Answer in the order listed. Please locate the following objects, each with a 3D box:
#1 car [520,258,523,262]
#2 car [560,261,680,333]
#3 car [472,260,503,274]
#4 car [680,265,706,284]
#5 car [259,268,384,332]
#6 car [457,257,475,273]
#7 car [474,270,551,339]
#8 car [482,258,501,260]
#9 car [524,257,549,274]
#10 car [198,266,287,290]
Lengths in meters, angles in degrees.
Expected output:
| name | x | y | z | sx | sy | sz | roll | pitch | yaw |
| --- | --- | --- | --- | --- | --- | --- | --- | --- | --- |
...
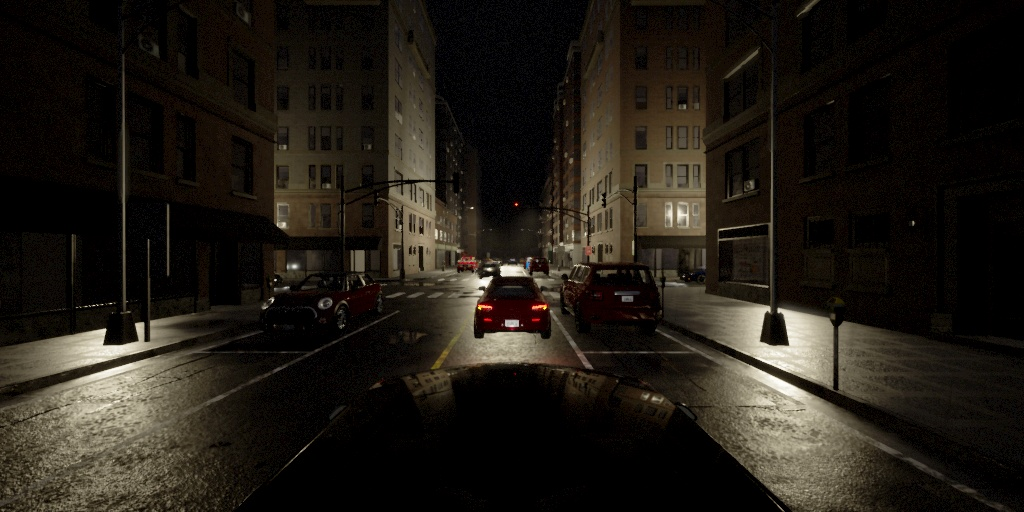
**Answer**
| name | x | y | z | sx | sy | sz | roll | pitch | yaw |
| --- | --- | --- | --- | --- | --- | --- | --- | --- | --- |
| car | 2.784 | 1.061 | 54.172 | 2.192 | 1.841 | 5.009 | 0 | 0 | 0 |
| car | 2.652 | 1.064 | 10.604 | 2.192 | 1.841 | 5.009 | 0 | 0 | 0 |
| car | -2.094 | 1.296 | 31.803 | 2.033 | 1.411 | 5.357 | 0 | 0 | -10 |
| car | 14.289 | 1.270 | 25.679 | 4.181 | 1.385 | 1.994 | 0 | 0 | -1 |
| car | -5.373 | 1.189 | 10.619 | 1.967 | 1.591 | 4.097 | 0 | 0 | 0 |
| car | -5.342 | 1.062 | 43.178 | 2.192 | 1.841 | 5.009 | 0 | 0 | 0 |
| car | 0.021 | 1.275 | 9.960 | 1.812 | 1.442 | 4.674 | 0 | 0 | 1 |
| car | -2.761 | 1.348 | 48.778 | 1.895 | 1.301 | 4.718 | 0 | 0 | 0 |
| car | 2.766 | 1.062 | 37.660 | 2.192 | 1.841 | 5.009 | 0 | 0 | 0 |
| car | -17.077 | 1.362 | 22.858 | 4.181 | 1.385 | 1.994 | 0 | 0 | 0 |
